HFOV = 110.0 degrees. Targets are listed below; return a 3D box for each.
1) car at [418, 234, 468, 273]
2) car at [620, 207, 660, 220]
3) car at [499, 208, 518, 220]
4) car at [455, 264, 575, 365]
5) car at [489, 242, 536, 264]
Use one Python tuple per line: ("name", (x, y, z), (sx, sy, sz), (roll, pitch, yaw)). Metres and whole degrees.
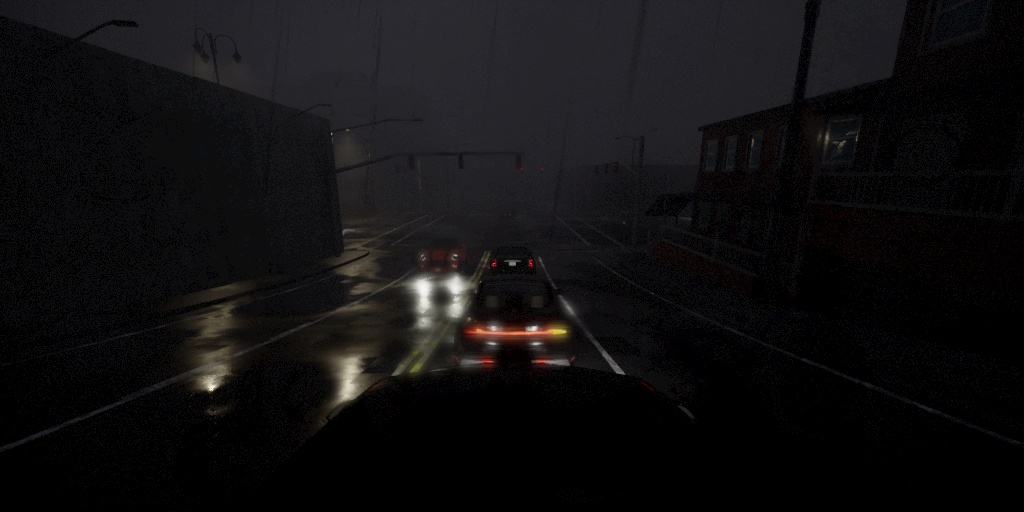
("car", (-3.671, -0.217, 19.657), (2.097, 1.767, 4.553), (0, 9, -1))
("car", (16.479, -5.544, 46.014), (5.008, 1.535, 1.882), (0, 12, 0))
("car", (-0.453, -5.567, 46.472), (2.033, 1.411, 5.357), (2, 12, 9))
("car", (0.057, 1.122, 7.162), (1.837, 1.490, 4.892), (0, 2, 0))
("car", (0.029, 0.086, 17.417), (2.097, 1.767, 4.553), (0, 7, 0))
